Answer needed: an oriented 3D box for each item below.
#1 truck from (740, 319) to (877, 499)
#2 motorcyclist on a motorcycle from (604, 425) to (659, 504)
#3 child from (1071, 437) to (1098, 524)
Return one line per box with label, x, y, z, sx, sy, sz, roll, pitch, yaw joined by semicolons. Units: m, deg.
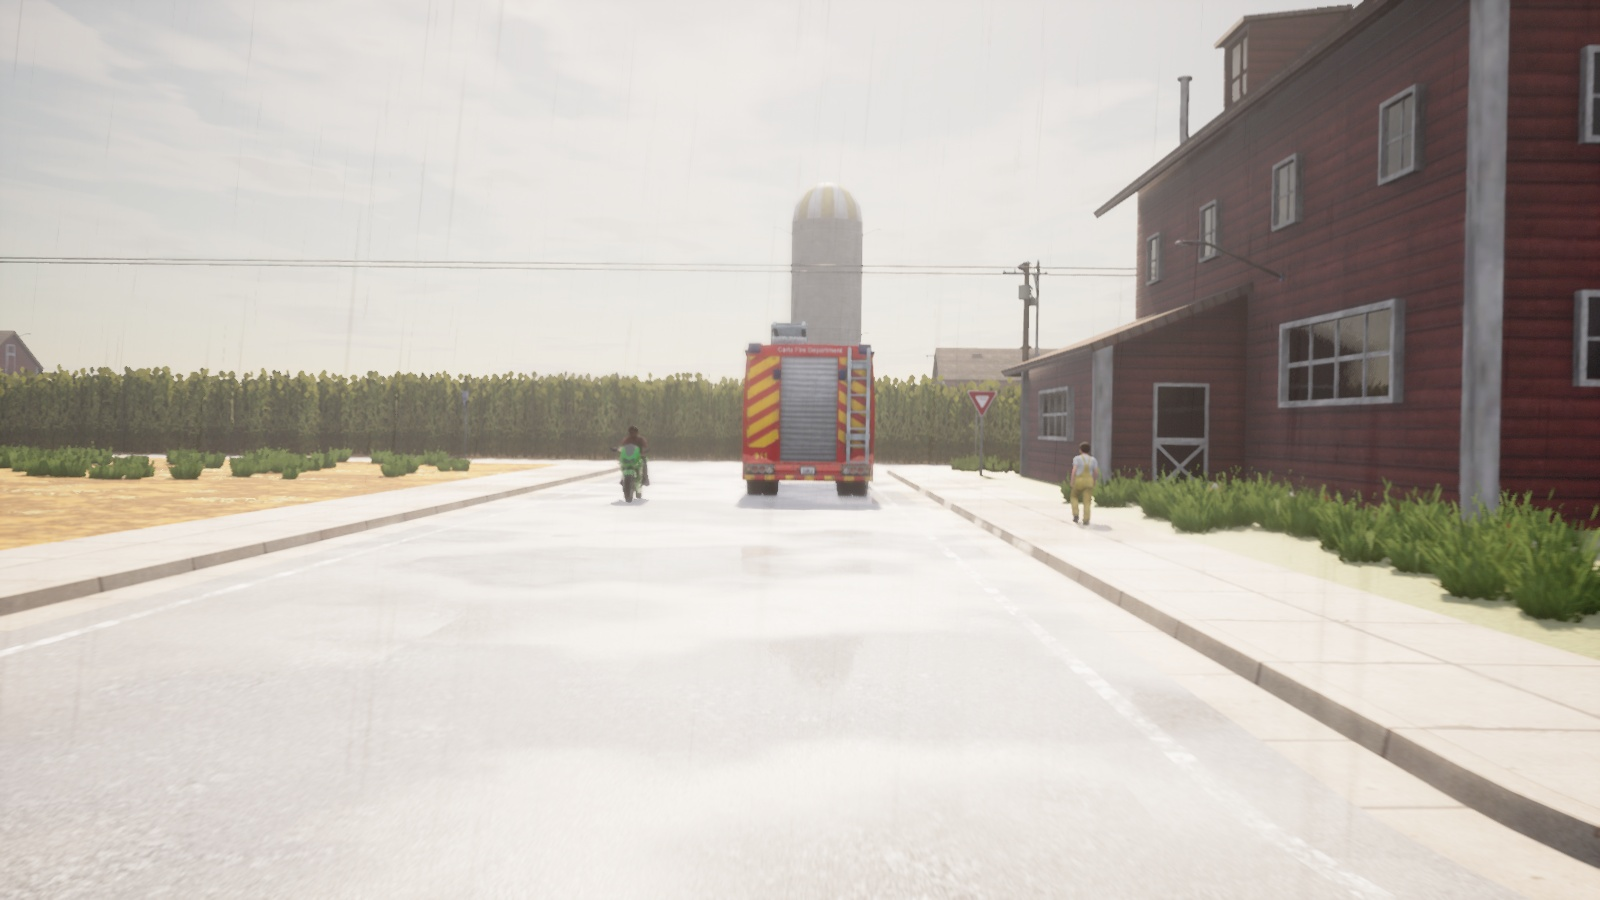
truck;0.202;-0.953;31.171;2.891;3.827;8.468;1;1;0
motorcyclist on a motorcycle;-3.343;0.260;25.130;0.797;1.523;2.044;1;1;0
child;4.180;0.441;18.463;0.270;1.263;0.437;1;1;-3
